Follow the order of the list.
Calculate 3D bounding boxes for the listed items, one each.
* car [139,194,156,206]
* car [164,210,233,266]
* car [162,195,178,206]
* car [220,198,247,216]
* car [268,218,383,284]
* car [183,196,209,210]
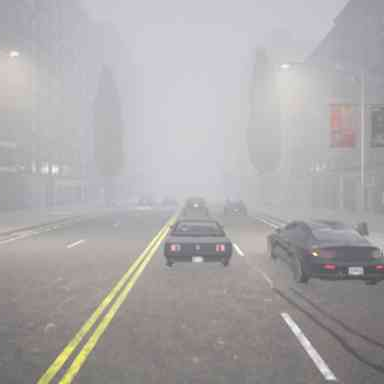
[{"bbox_3d":[-6.154,1.094,45.965,2.128,1.511,4.902,0,0,1],"label":"car"},{"bbox_3d":[0.174,1.506,11.141,1.895,1.301,4.718,0,0,0],"label":"car"},{"bbox_3d":[-2.923,1.089,44.849,1.882,1.535,5.008,0,0,1],"label":"car"},{"bbox_3d":[3.574,1.244,28.865,2.128,1.511,4.902,0,1,0],"label":"car"},{"bbox_3d":[3.404,1.448,9.182,1.812,1.442,4.674,0,0,0],"label":"car"},{"bbox_3d":[0.322,1.106,28.677,2.097,1.767,4.553,0,0,0],"label":"car"}]
